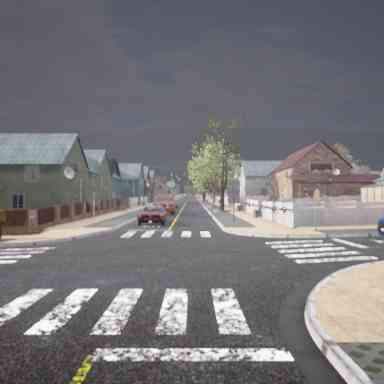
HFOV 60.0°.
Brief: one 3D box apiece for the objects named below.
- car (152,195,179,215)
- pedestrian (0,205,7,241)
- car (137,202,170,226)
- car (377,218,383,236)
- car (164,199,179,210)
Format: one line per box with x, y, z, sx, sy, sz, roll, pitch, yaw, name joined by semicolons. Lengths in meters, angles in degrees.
-2.846;1.323;34.954;2.150;2.045;5.566;0;0;0;car
-9.689;1.510;16.733;0.375;1.860;0.375;0;0;0;pedestrian
-2.812;1.674;24.211;1.895;1.301;4.718;0;0;-1;car
10.413;1.230;13.903;5.008;1.535;1.882;-2;-1;-2;car
-2.828;1.738;47.308;1.895;1.301;4.718;0;0;0;car
